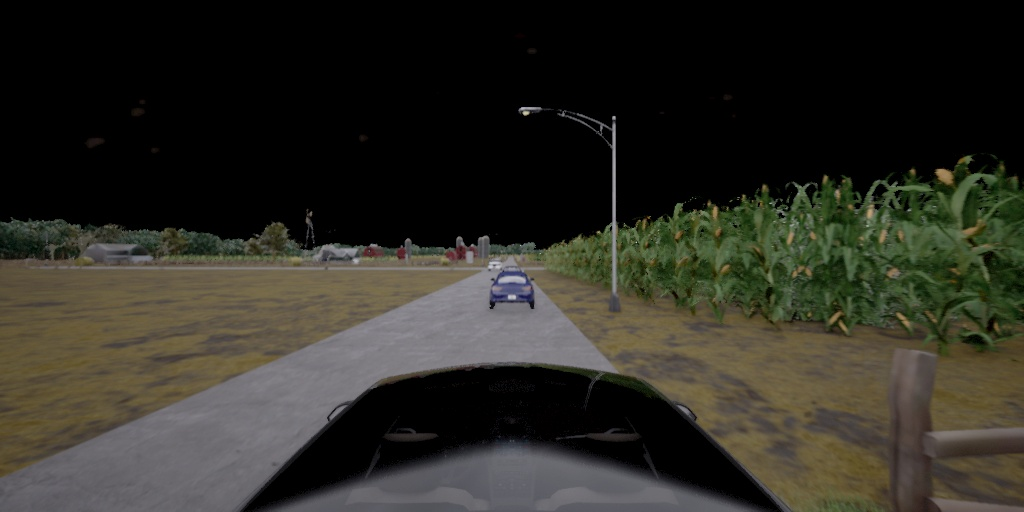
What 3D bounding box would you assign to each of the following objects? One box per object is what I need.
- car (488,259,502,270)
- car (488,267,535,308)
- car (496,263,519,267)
[{"bbox_3d":[-2.779,1.435,59.369,2.150,2.045,5.566,0,-1,0],"label":"car"},{"bbox_3d":[0.019,1.393,15.766,1.812,1.442,4.674,0,0,1],"label":"car"},{"bbox_3d":[-0.001,1.521,29.361,2.033,1.411,5.357,0,0,0],"label":"car"}]
